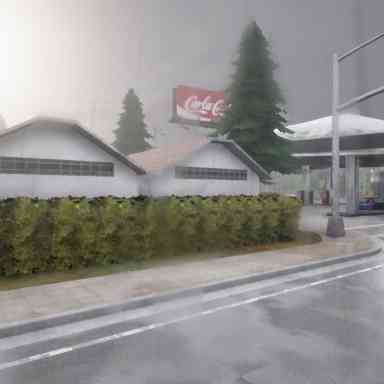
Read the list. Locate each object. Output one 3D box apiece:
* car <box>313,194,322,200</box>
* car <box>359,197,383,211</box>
[{"bbox_3d":[32.997,1.330,89.503,2.152,1.636,5.027,0,0,-36],"label":"car"},{"bbox_3d":[21.881,1.480,40.020,4.611,1.667,2.242,0,0,-36],"label":"car"}]
